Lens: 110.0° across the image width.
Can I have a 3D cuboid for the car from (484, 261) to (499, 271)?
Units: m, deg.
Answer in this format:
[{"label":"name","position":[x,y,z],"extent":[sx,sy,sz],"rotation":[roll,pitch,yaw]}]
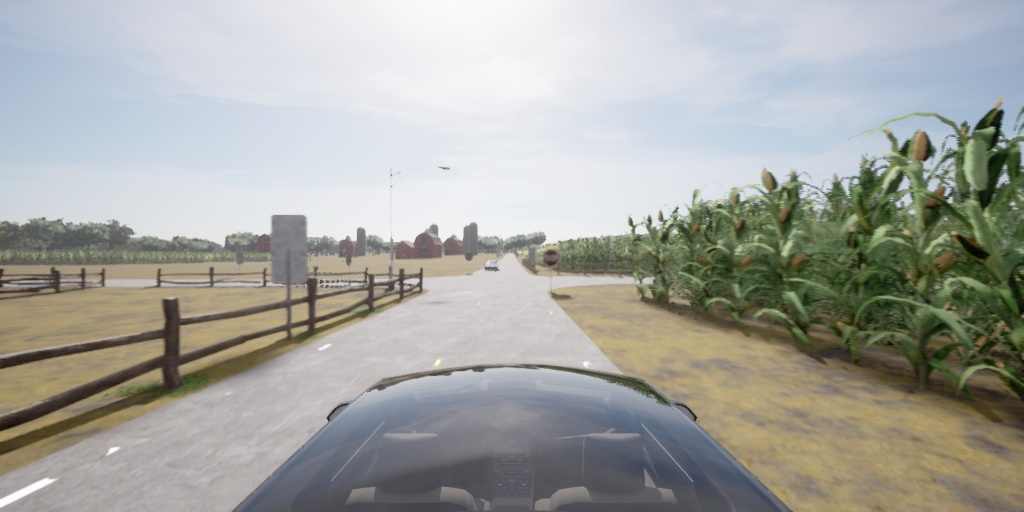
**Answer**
[{"label":"car","position":[-2.731,1.329,48.506],"extent":[2.033,1.411,5.357],"rotation":[0,0,0]}]
